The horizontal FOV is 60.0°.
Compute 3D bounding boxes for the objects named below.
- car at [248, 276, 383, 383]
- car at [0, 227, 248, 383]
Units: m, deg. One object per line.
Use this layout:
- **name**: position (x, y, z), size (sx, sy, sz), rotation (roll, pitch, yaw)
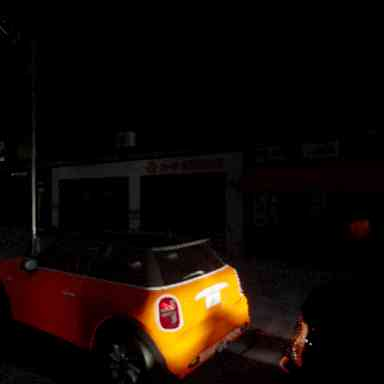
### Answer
- **car**: position (3.365, 1.235, 1.949), size (5.566, 2.045, 2.150), rotation (0, 0, 36)
- **car**: position (-1.464, 1.367, 5.407), size (4.553, 1.767, 2.097), rotation (0, 0, 36)
